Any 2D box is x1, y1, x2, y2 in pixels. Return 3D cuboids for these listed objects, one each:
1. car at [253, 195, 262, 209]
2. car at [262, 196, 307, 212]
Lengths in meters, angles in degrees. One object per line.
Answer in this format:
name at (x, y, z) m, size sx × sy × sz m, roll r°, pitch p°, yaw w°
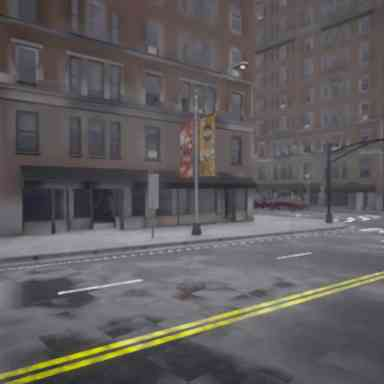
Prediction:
car at (7.902, 1.351, 45.220) m, size 2.192 × 1.841 × 5.009 m, roll 0°, pitch 0°, yaw -44°
car at (11.732, 1.401, 41.263) m, size 2.192 × 1.841 × 5.009 m, roll 0°, pitch 0°, yaw -44°
